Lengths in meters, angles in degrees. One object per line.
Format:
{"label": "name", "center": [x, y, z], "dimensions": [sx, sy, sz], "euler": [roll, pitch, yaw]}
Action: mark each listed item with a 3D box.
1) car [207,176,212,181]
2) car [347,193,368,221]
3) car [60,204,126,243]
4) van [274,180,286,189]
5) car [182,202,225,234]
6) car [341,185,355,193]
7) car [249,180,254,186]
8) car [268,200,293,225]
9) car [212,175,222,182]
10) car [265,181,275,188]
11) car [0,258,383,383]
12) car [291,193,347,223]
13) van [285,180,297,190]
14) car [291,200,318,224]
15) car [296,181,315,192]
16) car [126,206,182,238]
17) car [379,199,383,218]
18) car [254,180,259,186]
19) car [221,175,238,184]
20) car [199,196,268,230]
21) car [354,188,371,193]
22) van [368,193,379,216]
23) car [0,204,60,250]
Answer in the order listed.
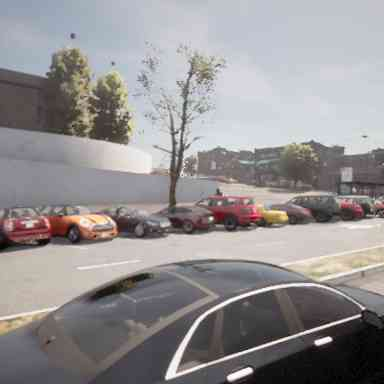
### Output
{"label": "car", "center": [7.019, -3.750, 94.636], "dimensions": [2.185, 1.767, 4.553], "euler": [6, 3, 34]}
{"label": "car", "center": [11.448, 1.308, 28.276], "dimensions": [5.566, 2.045, 2.435], "euler": [-1, -1, 35]}
{"label": "car", "center": [-5.753, 1.372, 16.145], "dimensions": [4.553, 1.767, 2.185], "euler": [-1, -1, 35]}
{"label": "van", "center": [20.910, -1.665, 74.882], "dimensions": [1.878, 1.987, 4.442], "euler": [7, 3, 35]}
{"label": "car", "center": [-0.866, 1.541, 19.616], "dimensions": [4.792, 1.488, 2.163], "euler": [-1, -1, 35]}
{"label": "car", "center": [29.605, -0.328, 62.659], "dimensions": [2.435, 2.045, 5.566], "euler": [7, 3, 35]}
{"label": "car", "center": [15.765, -2.217, 82.397], "dimensions": [2.002, 1.452, 4.674], "euler": [7, 3, 35]}
{"label": "car", "center": [3.900, 1.529, 23.188], "dimensions": [5.366, 1.575, 1.946], "euler": [-1, -1, 35]}
{"label": "car", "center": [8.812, -3.599, 92.170], "dimensions": [2.435, 2.045, 5.566], "euler": [7, 3, 34]}
{"label": "car", "center": [19.337, -1.712, 77.613], "dimensions": [1.946, 1.575, 5.366], "euler": [7, 3, 35]}
{"label": "car", "center": [0.595, 1.505, 3.556], "dimensions": [4.892, 1.490, 1.837], "euler": [1, 0, -35]}
{"label": "car", "center": [8.934, 1.299, 26.572], "dimensions": [5.566, 2.045, 2.435], "euler": [-1, -1, 35]}
{"label": "van", "center": [22.638, -1.392, 72.410], "dimensions": [1.878, 1.987, 4.442], "euler": [7, 4, 35]}
{"label": "car", "center": [6.506, 1.580, 24.815], "dimensions": [4.674, 1.452, 2.002], "euler": [-1, -1, 35]}
{"label": "car", "center": [24.397, -0.893, 70.047], "dimensions": [2.231, 1.521, 4.892], "euler": [7, 3, 35]}
{"label": "car", "center": [-3.286, 1.505, 17.870], "dimensions": [4.892, 1.521, 2.231], "euler": [-1, -1, 35]}
{"label": "car", "center": [16.396, 1.454, 31.695], "dimensions": [4.553, 1.767, 2.185], "euler": [-1, -1, 35]}
{"label": "car", "center": [17.506, -1.944, 79.934], "dimensions": [2.002, 1.452, 4.674], "euler": [7, 3, 35]}
{"label": "car", "center": [10.662, -3.076, 89.909], "dimensions": [1.946, 1.575, 5.366], "euler": [7, 3, 34]}
{"label": "car", "center": [1.580, 1.269, 21.361], "dimensions": [5.566, 2.045, 2.435], "euler": [-1, -1, 35]}
{"label": "car", "center": [31.295, 0.235, 60.186], "dimensions": [2.002, 1.452, 4.674], "euler": [7, 3, 35]}
{"label": "van", "center": [13.987, 1.343, 29.945], "dimensions": [4.442, 1.987, 1.878], "euler": [-1, -1, 35]}
{"label": "car", "center": [-8.148, 1.367, 14.362], "dimensions": [4.553, 1.767, 2.185], "euler": [-1, -1, 35]}
